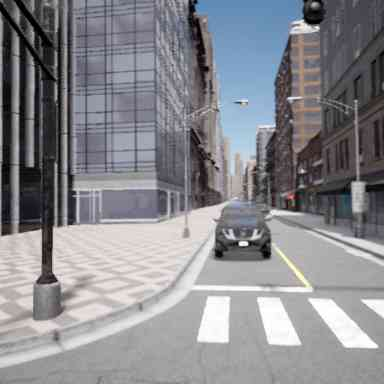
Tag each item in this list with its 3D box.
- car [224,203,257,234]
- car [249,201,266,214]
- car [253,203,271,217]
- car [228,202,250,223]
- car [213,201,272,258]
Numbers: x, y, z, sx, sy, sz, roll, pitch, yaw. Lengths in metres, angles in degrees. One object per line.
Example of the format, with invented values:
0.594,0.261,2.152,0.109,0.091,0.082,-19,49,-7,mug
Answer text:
3.589,1.848,25.056,2.150,2.045,5.566,-1,-2,7,car
10.886,2.555,55.633,2.150,2.045,5.566,-1,-2,6,car
9.577,2.447,45.926,2.097,1.767,4.553,-1,-2,7,car
5.014,2.109,35.709,2.150,2.045,5.566,-1,-2,7,car
2.233,1.596,14.850,2.150,2.045,5.566,-1,-2,8,car
